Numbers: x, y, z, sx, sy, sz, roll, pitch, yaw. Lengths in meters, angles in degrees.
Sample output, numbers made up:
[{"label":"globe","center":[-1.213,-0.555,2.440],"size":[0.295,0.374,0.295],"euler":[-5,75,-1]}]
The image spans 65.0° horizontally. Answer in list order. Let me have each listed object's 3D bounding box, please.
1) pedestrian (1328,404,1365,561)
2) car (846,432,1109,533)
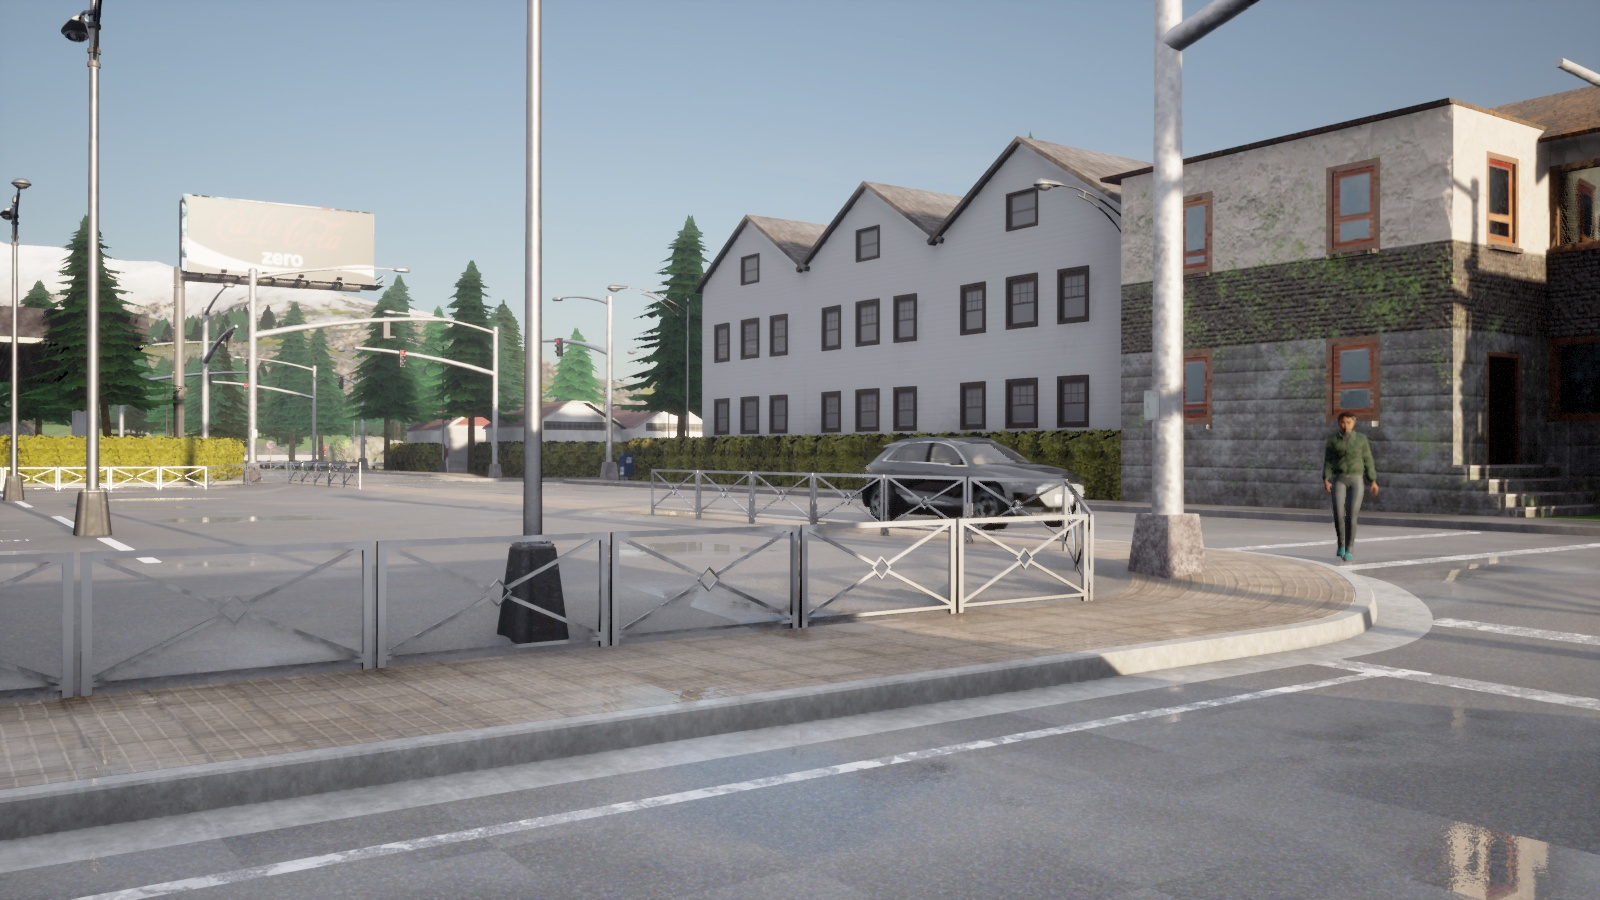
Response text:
[{"label":"pedestrian","center":[6.607,0.385,15.162],"size":[0.353,1.847,0.614],"euler":[0,0,29]},{"label":"car","center":[3.119,0.550,23.160],"size":[2.033,1.649,4.856],"euler":[0,0,-35]}]
